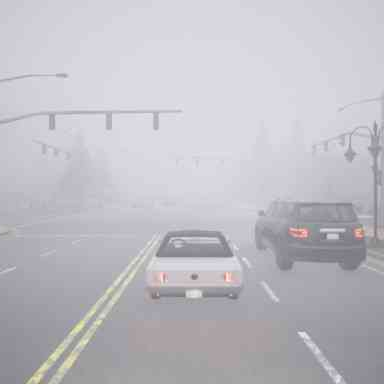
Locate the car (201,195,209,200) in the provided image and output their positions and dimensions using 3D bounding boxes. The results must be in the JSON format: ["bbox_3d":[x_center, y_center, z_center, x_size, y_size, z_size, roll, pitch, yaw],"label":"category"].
[{"bbox_3d":[3.516,1.407,89.851,1.994,1.385,4.181,0,0,0],"label":"car"}]

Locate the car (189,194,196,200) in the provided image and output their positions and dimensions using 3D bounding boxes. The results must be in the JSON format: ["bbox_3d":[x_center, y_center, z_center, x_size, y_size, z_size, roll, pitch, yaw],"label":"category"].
[{"bbox_3d":[0.016,1.379,89.851,1.812,1.442,4.674,0,0,0],"label":"car"}]

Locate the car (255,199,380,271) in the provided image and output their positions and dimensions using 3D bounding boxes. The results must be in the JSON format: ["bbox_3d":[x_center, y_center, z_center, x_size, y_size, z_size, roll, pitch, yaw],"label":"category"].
[{"bbox_3d":[3.581,1.221,11.103,2.150,2.045,5.566,0,0,0],"label":"car"}]

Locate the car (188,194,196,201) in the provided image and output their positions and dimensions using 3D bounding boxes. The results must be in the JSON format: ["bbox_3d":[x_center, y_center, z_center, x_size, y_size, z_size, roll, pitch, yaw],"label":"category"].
[{"bbox_3d":[0.014,1.514,79.543,1.812,1.442,4.674,0,0,0],"label":"car"}]

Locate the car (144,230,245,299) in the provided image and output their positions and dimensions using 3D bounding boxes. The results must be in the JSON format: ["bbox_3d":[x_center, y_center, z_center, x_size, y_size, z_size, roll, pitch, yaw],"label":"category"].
[{"bbox_3d":[0.064,1.601,8.379,1.895,1.301,4.718,0,0,0],"label":"car"}]

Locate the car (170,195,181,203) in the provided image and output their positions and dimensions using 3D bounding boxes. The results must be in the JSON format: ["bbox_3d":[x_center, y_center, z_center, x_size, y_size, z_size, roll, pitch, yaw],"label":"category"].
[{"bbox_3d":[-3.487,1.525,70.774,2.128,1.511,4.902,0,0,0],"label":"car"}]

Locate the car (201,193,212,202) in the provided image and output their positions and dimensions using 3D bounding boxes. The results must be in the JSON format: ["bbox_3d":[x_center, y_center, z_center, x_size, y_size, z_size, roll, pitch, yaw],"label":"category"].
[{"bbox_3d":[3.514,1.215,79.199,2.150,2.045,5.566,0,0,0],"label":"car"}]

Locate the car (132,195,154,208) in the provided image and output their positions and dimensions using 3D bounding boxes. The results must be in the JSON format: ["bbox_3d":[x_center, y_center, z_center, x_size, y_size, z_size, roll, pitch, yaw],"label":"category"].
[{"bbox_3d":[-7.130,1.547,47.176,2.033,1.411,5.357,0,0,2],"label":"car"}]

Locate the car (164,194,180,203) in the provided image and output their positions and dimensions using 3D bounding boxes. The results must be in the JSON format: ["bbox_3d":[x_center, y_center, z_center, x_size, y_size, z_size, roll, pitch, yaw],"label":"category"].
[{"bbox_3d":[-3.570,1.505,60.576,1.837,1.490,4.892,0,0,-1],"label":"car"}]

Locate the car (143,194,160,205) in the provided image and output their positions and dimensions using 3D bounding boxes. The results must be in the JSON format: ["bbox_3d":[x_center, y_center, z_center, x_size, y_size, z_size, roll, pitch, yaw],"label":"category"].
[{"bbox_3d":[-7.073,1.547,57.247,2.033,1.411,5.357,0,0,0],"label":"car"}]

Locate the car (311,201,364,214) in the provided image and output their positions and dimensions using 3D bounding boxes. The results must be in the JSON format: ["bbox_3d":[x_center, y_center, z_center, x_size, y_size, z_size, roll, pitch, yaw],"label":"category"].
[{"bbox_3d":[14.939,1.601,34.318,4.718,1.301,1.895,0,0,0],"label":"car"}]

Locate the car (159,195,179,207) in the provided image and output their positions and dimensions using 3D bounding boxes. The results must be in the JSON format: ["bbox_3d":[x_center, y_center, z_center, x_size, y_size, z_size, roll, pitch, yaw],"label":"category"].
[{"bbox_3d":[-3.577,1.564,51.859,1.994,1.385,4.181,0,0,0],"label":"car"}]
